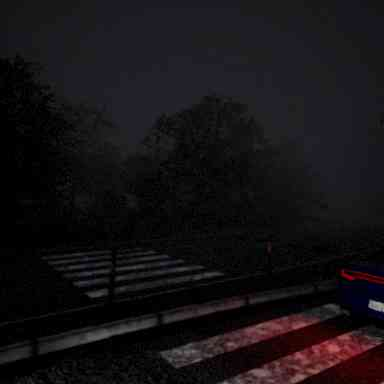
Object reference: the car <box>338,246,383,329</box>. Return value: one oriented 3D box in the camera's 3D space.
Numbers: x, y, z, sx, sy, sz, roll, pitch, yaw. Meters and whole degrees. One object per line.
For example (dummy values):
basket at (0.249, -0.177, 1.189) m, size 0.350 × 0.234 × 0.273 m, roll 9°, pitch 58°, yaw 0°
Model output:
car at (4.876, 1.536, 6.068) m, size 5.008 × 1.535 × 1.882 m, roll 1°, pitch -1°, yaw -29°
